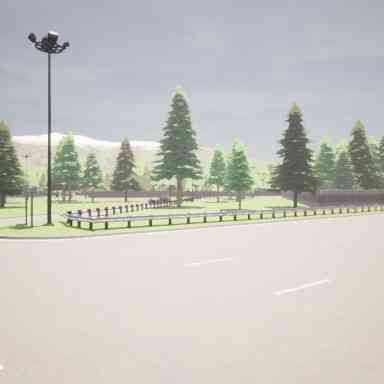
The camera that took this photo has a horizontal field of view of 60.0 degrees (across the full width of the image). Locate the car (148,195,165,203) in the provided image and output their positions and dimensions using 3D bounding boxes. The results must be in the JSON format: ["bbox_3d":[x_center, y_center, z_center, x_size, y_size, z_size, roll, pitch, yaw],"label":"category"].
[{"bbox_3d":[-6.591,1.601,59.952,1.895,1.301,4.718,0,0,5],"label":"car"}]

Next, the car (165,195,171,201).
[{"bbox_3d":[-5.645,1.351,69.772,2.097,1.767,4.553,0,0,5],"label":"car"}]
